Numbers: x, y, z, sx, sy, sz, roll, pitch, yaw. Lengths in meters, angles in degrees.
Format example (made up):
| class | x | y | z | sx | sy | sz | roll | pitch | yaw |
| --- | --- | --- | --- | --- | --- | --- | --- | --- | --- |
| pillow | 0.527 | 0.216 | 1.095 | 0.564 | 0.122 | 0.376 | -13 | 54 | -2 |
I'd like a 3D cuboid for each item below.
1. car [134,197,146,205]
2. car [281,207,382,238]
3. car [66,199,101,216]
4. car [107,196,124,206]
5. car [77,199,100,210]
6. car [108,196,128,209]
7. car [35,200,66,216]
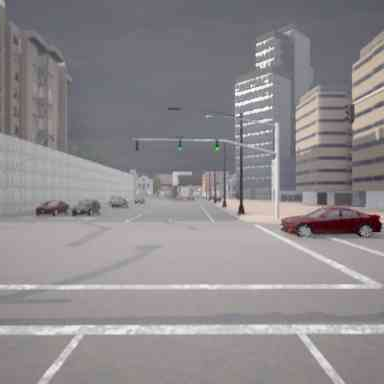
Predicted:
| class | x | y | z | sx | sy | sz | roll | pitch | yaw |
| --- | --- | --- | --- | --- | --- | --- | --- | --- | --- |
| car | -10.692 | 1.803 | 68.308 | 1.837 | 1.490 | 4.892 | 0 | -1 | 0 |
| car | 7.224 | 1.553 | 17.520 | 5.008 | 1.535 | 1.882 | 0 | 0 | 0 |
| car | -10.704 | 1.641 | 33.866 | 1.837 | 1.490 | 4.892 | 0 | 1 | 0 |
| car | -14.221 | 1.605 | 62.042 | 2.097 | 1.767 | 4.553 | 0 | 0 | 0 |
| car | -14.228 | 1.714 | 46.003 | 1.812 | 1.442 | 4.674 | 0 | 0 | 0 |
| car | -10.733 | 1.708 | 49.535 | 1.837 | 1.490 | 4.892 | 0 | 0 | 0 |
| car | -14.196 | 1.618 | 34.074 | 1.882 | 1.535 | 5.008 | 0 | 0 | 0 |
